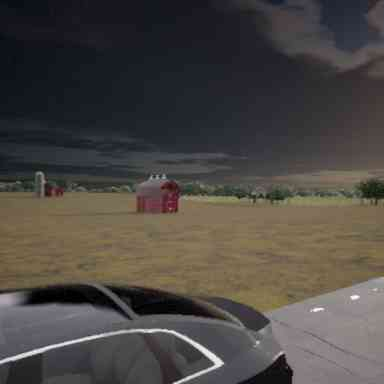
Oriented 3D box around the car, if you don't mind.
[{"bbox_3d":[-1.422,1.505,2.057,4.892,1.490,1.837,0,0,-35],"label":"car"}]
